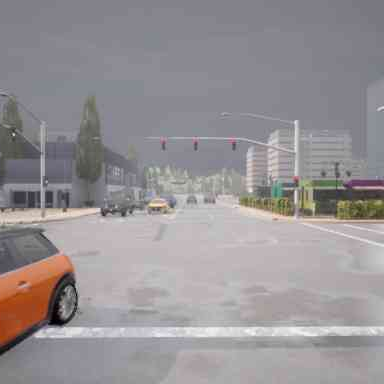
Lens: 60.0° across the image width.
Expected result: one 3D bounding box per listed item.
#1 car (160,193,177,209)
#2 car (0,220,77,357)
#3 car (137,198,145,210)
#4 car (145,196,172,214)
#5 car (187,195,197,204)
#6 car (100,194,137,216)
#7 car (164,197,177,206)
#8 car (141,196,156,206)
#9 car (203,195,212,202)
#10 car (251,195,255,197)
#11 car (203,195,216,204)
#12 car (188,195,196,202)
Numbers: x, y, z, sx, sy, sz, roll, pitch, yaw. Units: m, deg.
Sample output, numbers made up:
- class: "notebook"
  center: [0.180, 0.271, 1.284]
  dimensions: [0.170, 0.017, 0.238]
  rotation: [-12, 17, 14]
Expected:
- class: "car"
  center: [-3.598, 1.221, 46.104]
  dimensions: [2.150, 2.045, 5.566]
  rotation: [0, 0, 0]
- class: "car"
  center: [-3.377, 1.352, 4.202]
  dimensions: [2.097, 1.767, 4.553]
  rotation: [0, 0, 9]
- class: "car"
  center: [-7.101, 1.564, 41.643]
  dimensions: [1.994, 1.385, 4.181]
  rotation: [0, 0, 0]
- class: "car"
  center: [-3.599, 1.477, 36.168]
  dimensions: [1.882, 1.535, 5.008]
  rotation: [0, 0, 0]
- class: "car"
  center: [-0.014, 1.491, 63.733]
  dimensions: [2.128, 1.511, 4.902]
  rotation: [0, 0, 0]
- class: "car"
  center: [-7.126, 1.221, 32.239]
  dimensions: [2.150, 2.045, 5.566]
  rotation: [0, 0, 1]
- class: "car"
  center: [-3.596, 1.564, 56.627]
  dimensions: [1.994, 1.385, 4.181]
  rotation: [0, 0, 0]
- class: "car"
  center: [-7.094, 1.477, 55.024]
  dimensions: [1.882, 1.535, 5.008]
  rotation: [0, 0, 0]
- class: "car"
  center: [3.483, 1.397, 74.009]
  dimensions: [1.812, 1.442, 4.674]
  rotation: [0, 0, 0]
- class: "car"
  center: [17.749, 1.153, 86.905]
  dimensions: [4.605, 1.855, 1.932]
  rotation: [0, 0, -2]
- class: "car"
  center: [3.486, 1.491, 63.734]
  dimensions: [2.128, 1.511, 4.902]
  rotation: [0, 0, 0]
- class: "car"
  center: [-0.017, 1.372, 74.007]
  dimensions: [1.837, 1.490, 4.892]
  rotation: [0, 0, 0]
